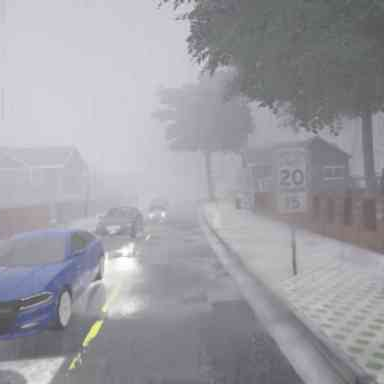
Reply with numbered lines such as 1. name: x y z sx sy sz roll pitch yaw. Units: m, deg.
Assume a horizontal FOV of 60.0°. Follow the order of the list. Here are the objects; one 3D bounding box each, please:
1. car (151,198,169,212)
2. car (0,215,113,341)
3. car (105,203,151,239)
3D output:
1. car: -3.596 1.404 36.993 2.033 1.411 5.357 -3 0 2
2. car: -3.164 1.568 7.105 1.882 1.535 5.008 -3 0 -4
3. car: -3.621 1.515 17.403 2.128 1.511 4.902 -3 0 -1
